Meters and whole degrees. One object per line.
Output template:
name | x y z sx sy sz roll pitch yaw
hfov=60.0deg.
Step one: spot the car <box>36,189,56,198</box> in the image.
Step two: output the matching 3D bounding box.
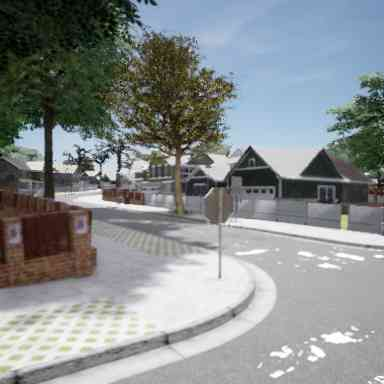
car | -20.105 0.433 45.669 2.097 1.767 4.553 1 1 -31
